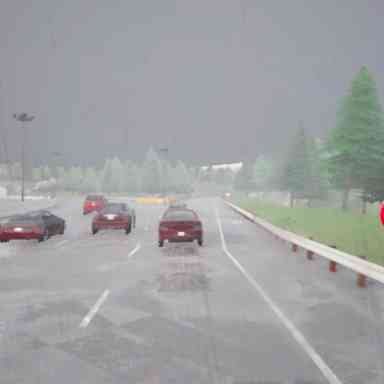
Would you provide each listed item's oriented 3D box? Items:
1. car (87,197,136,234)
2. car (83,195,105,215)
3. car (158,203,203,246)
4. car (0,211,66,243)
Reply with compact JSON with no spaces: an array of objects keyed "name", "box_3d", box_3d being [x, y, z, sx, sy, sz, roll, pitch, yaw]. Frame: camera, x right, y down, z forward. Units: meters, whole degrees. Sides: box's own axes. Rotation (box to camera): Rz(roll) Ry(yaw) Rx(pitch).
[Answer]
[{"name":"car","box_3d":[-4.554,1.410,19.894,2.097,1.767,4.553,0,0,-6]},{"name":"car","box_3d":[-10.281,1.329,35.762,2.150,2.045,5.566,0,0,-10]},{"name":"car","box_3d":[-0.569,1.520,15.711,1.882,1.535,5.008,0,0,-3]},{"name":"car","box_3d":[-7.757,1.618,16.570,1.994,1.385,4.181,0,0,-5]}]
